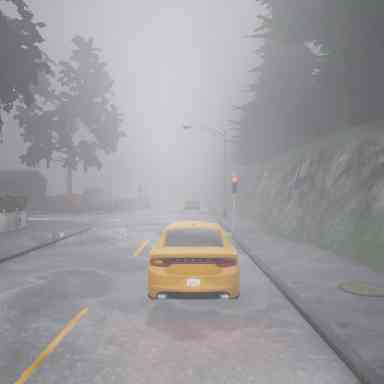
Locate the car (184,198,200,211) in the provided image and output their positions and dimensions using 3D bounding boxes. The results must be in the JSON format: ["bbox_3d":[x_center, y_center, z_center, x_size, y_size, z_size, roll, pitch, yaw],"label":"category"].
[{"bbox_3d":[0.025,1.477,41.821,1.882,1.535,5.008,0,0,2],"label":"car"}]

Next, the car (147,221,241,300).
[{"bbox_3d":[0.050,1.478,8.484,1.882,1.535,5.008,0,0,1],"label":"car"}]
